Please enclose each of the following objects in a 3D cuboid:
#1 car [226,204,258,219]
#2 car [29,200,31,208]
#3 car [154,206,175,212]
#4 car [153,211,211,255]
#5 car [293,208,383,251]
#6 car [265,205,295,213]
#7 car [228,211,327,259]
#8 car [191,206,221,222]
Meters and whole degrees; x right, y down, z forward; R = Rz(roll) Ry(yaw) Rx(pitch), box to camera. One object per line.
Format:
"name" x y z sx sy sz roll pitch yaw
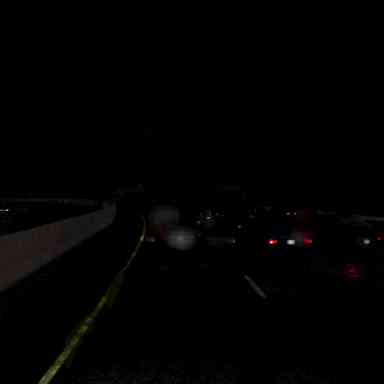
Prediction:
"car" 4.513 1.814 30.324 2.128 1.511 4.902 0 0 -9
"car" -27.774 2.150 57.032 2.033 1.411 5.357 0 -1 -19
"car" -2.361 1.909 29.015 1.895 1.301 4.718 0 -1 -9
"car" -0.555 1.714 14.014 1.994 1.385 4.181 0 -1 -5
"car" 6.397 1.683 14.820 1.812 1.442 4.674 0 0 -5
"car" 8.132 1.865 29.908 2.033 1.411 5.357 0 -1 -9
"car" 3.022 1.689 13.209 2.033 1.411 5.357 0 -1 -4
"car" 1.098 1.914 29.546 1.895 1.301 4.718 0 -1 -9
